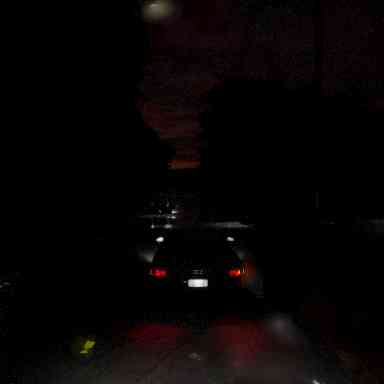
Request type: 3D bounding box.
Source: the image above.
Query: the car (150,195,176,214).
[{"bbox_3d":[-3.149,1.272,34.786,2.097,1.767,4.553,1,0,0],"label":"car"}]

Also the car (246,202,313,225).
[{"bbox_3d":[6.002,1.409,22.518,4.674,1.442,1.812,-1,1,-5],"label":"car"}]

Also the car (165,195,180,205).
[{"bbox_3d":[-3.202,1.329,55.127,2.128,1.511,4.902,0,0,0],"label":"car"}]

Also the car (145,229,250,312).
[{"bbox_3d":[0.083,1.557,7.812,1.994,1.385,4.181,0,0,-1],"label":"car"}]

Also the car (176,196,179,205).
[{"bbox_3d":[-3.185,1.492,44.716,1.895,1.301,4.718,0,0,0],"label":"car"}]
